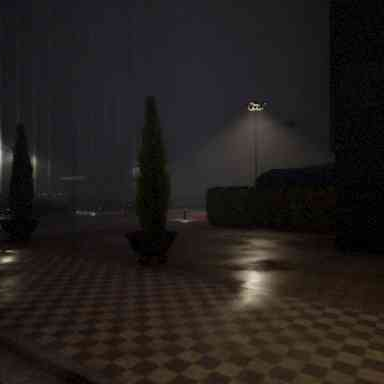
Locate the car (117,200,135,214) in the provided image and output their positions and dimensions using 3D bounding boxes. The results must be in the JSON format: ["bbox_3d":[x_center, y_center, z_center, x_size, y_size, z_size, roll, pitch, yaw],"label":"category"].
[{"bbox_3d":[-5.076,1.502,35.198,2.128,1.511,4.902,0,0,35],"label":"car"}]

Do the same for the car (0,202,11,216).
[{"bbox_3d":[-15.837,1.519,32.338,1.837,1.490,4.892,0,0,35],"label":"car"}]

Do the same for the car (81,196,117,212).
[{"bbox_3d":[-10.506,1.519,39.998,1.837,1.490,4.892,0,0,35],"label":"car"}]

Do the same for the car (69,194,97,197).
[{"bbox_3d":[-14.050,1.237,41.040,2.150,2.045,5.566,0,0,35],"label":"car"}]

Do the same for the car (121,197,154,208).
[{"bbox_3d":[-8.057,1.507,49.622,2.128,1.511,4.902,0,0,35],"label":"car"}]

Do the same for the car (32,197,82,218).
[{"bbox_3d":[-12.900,1.504,30.080,2.128,1.511,4.902,0,0,35],"label":"car"}]
